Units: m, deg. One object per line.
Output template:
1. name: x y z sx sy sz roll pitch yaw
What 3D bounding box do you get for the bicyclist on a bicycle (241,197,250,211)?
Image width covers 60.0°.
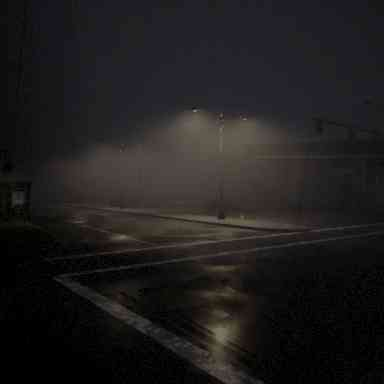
1. bicyclist on a bicycle: 6.289 1.430 39.750 1.656 1.620 0.582 -6 -7 -37

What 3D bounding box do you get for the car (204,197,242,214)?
1. car: 3.299 1.352 36.441 2.097 1.767 4.553 0 0 -35

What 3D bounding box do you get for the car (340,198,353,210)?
1. car: 18.130 1.456 42.039 1.970 1.475 3.806 0 0 -35

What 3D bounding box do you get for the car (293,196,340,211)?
1. car: 13.867 1.295 38.113 2.242 1.667 4.611 0 0 -35

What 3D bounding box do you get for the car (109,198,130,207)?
1. car: -11.125 1.564 50.712 1.994 1.385 4.181 0 0 -35
